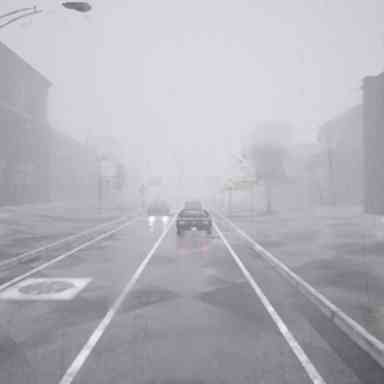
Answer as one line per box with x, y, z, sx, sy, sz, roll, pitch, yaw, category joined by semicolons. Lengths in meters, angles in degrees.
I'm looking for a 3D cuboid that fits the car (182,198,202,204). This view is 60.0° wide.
0.108;1.406;37.362;1.882;1.535;5.008;0;0;0;car

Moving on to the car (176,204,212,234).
0.107;1.582;19.144;1.895;1.301;4.718;0;0;0;car

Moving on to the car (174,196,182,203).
-2.977;1.643;72.664;1.837;1.490;4.892;0;-1;0;car

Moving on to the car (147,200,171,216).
-3.074;1.503;31.618;1.994;1.385;4.181;1;0;0;car
